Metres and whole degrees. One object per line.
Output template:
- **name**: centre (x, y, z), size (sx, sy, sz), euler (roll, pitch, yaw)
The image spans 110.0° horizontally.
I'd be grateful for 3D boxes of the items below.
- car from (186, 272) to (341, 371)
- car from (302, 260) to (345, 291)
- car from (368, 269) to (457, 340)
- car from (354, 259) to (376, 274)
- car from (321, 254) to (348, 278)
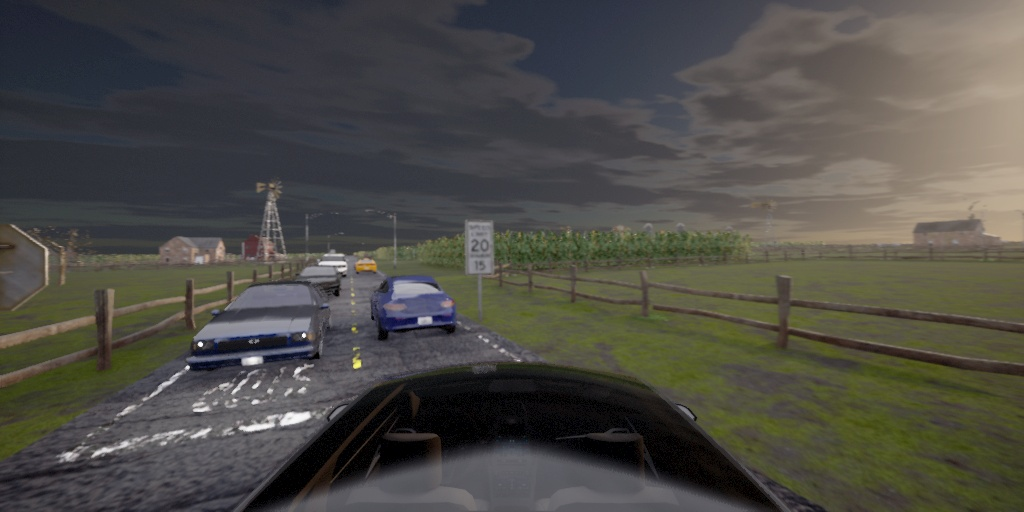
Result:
- **car**: centre (-5.225, 1.290, 8.194), size (2.033, 1.411, 5.357), euler (-1, 0, -24)
- **car**: centre (-9.720, 1.180, 18.231), size (1.882, 1.535, 5.008), euler (-1, 1, -24)
- **car**: centre (-2.844, 1.236, 9.924), size (1.812, 1.442, 4.674), euler (-1, 0, -24)
- **car**: centre (-15.552, 1.071, 38.212), size (1.882, 1.535, 5.008), euler (-1, 0, -24)
- **car**: centre (-15.800, 0.868, 31.728), size (2.150, 2.045, 5.566), euler (-1, 0, -25)
